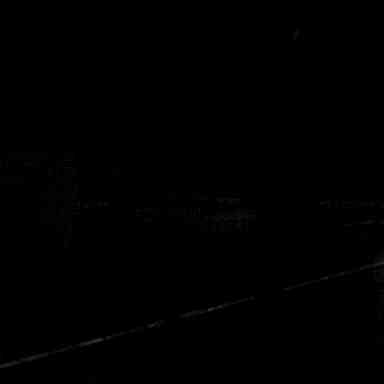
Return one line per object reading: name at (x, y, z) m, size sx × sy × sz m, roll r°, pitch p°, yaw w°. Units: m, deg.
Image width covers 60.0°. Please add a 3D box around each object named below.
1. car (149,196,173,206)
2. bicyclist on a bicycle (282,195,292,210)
car at (-4.529, 1.354, 48.290) m, size 1.812 × 1.442 × 4.674 m, roll -1°, pitch 0°, yaw -36°
bicyclist on a bicycle at (10.002, 1.098, 34.950) m, size 1.656 × 1.620 × 0.582 m, roll -1°, pitch 1°, yaw -36°
